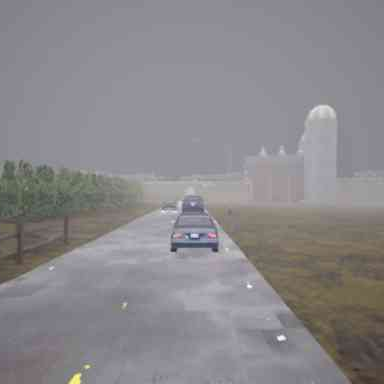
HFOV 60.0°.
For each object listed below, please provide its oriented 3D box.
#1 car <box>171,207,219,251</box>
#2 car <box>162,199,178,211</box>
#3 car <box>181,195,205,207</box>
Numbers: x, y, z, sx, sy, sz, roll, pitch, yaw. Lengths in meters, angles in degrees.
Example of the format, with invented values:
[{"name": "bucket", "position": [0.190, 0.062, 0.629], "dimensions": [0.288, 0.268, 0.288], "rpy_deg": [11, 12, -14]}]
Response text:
[{"name": "car", "position": [0.097, 1.562, 14.046], "dimensions": [2.033, 1.411, 5.357], "rpy_deg": [0, 0, 0]}, {"name": "car", "position": [-2.835, 1.659, 43.307], "dimensions": [2.033, 1.411, 5.357], "rpy_deg": [0, 0, 0]}, {"name": "car", "position": [0.102, 1.286, 33.357], "dimensions": [2.150, 2.045, 5.566], "rpy_deg": [0, 0, 0]}]
